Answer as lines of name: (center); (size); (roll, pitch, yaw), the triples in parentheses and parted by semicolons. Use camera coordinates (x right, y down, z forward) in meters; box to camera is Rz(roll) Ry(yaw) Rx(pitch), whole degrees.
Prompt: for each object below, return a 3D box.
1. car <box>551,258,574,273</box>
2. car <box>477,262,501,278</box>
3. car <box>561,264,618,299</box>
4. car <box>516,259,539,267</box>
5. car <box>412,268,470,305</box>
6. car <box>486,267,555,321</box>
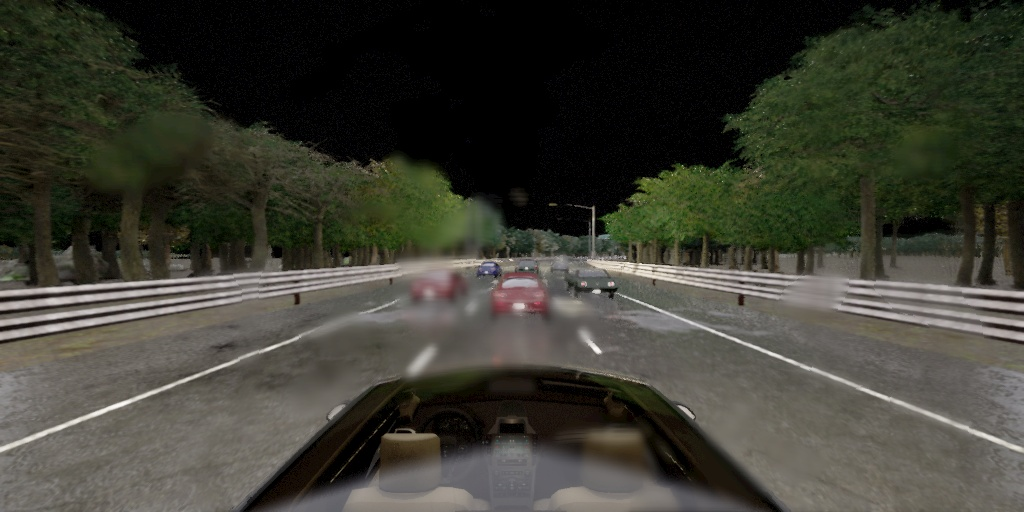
car: (5.337, 1.219, 39.519); (1.994, 1.385, 4.181); (0, 0, 5)
car: (-2.056, 1.256, 33.573); (1.812, 1.442, 4.674); (0, 0, 4)
car: (3.830, 1.274, 18.073); (1.895, 1.301, 4.718); (0, 0, 2)
car: (1.421, 1.087, 32.921); (2.097, 1.767, 4.553); (0, 0, 4)
car: (-3.081, 1.266, 16.036); (1.812, 1.442, 4.674); (0, 0, 2)
car: (0.300, 1.272, 12.398); (1.812, 1.442, 4.674); (0, 0, 2)
